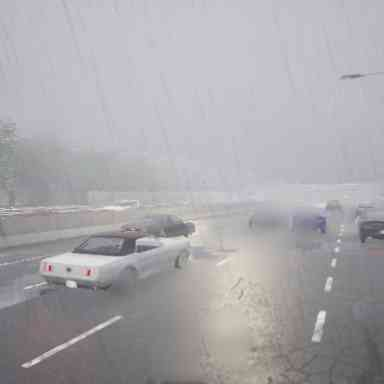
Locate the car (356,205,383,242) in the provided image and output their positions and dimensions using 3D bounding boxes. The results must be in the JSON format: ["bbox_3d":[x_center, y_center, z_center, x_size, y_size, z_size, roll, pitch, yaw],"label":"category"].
[{"bbox_3d":[9.596,1.655,16.982,1.882,1.535,5.008,-1,-1,26],"label":"car"}]

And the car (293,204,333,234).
[{"bbox_3d":[7.839,1.757,21.650,1.882,1.535,5.008,-1,-1,26],"label":"car"}]

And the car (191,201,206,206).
[{"bbox_3d":[1.465,2.748,72.726,1.994,1.385,4.181,-1,-1,26],"label":"car"}]

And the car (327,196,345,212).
[{"bbox_3d":[20.606,1.906,48.118,2.097,1.767,4.553,-1,-1,26],"label":"car"}]

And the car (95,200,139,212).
[{"bbox_3d":[-7.906,1.976,37.601,2.150,2.045,5.566,-1,-1,26],"label":"car"}]

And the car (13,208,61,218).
[{"bbox_3d":[-16.581,2.437,35.687,1.895,1.301,4.718,-1,-1,26],"label":"car"}]

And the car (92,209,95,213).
[{"bbox_3d":[-10.201,2.190,40.884,2.097,1.767,4.553,-1,-1,26],"label":"car"}]

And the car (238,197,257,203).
[{"bbox_3d":[12.335,2.174,71.068,2.150,2.045,5.566,-1,-1,26],"label":"car"}]

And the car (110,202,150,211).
[{"bbox_3d":[-5.739,2.143,34.018,1.882,1.535,5.008,-1,-1,26],"label":"car"}]

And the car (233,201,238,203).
[{"bbox_3d":[11.974,2.614,78.256,2.033,1.411,5.357,-1,-1,26],"label":"car"}]

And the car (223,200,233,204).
[{"bbox_3d":[8.834,2.666,79.802,1.812,1.442,4.674,-1,-1,26],"label":"car"}]

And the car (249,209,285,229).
[{"bbox_3d":[5.740,1.929,25.130,1.994,1.385,4.181,-1,-1,26],"label":"car"}]

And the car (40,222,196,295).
[{"bbox_3d":[-1.739,1.796,9.459,1.895,1.301,4.718,-1,-1,25],"label":"car"}]

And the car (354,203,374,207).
[{"bbox_3d":[17.976,1.851,34.425,2.128,1.511,4.902,-1,-1,26],"label":"car"}]

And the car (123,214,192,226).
[{"bbox_3d":[-1.656,1.885,17.780,2.033,1.411,5.357,-1,-1,26],"label":"car"}]
